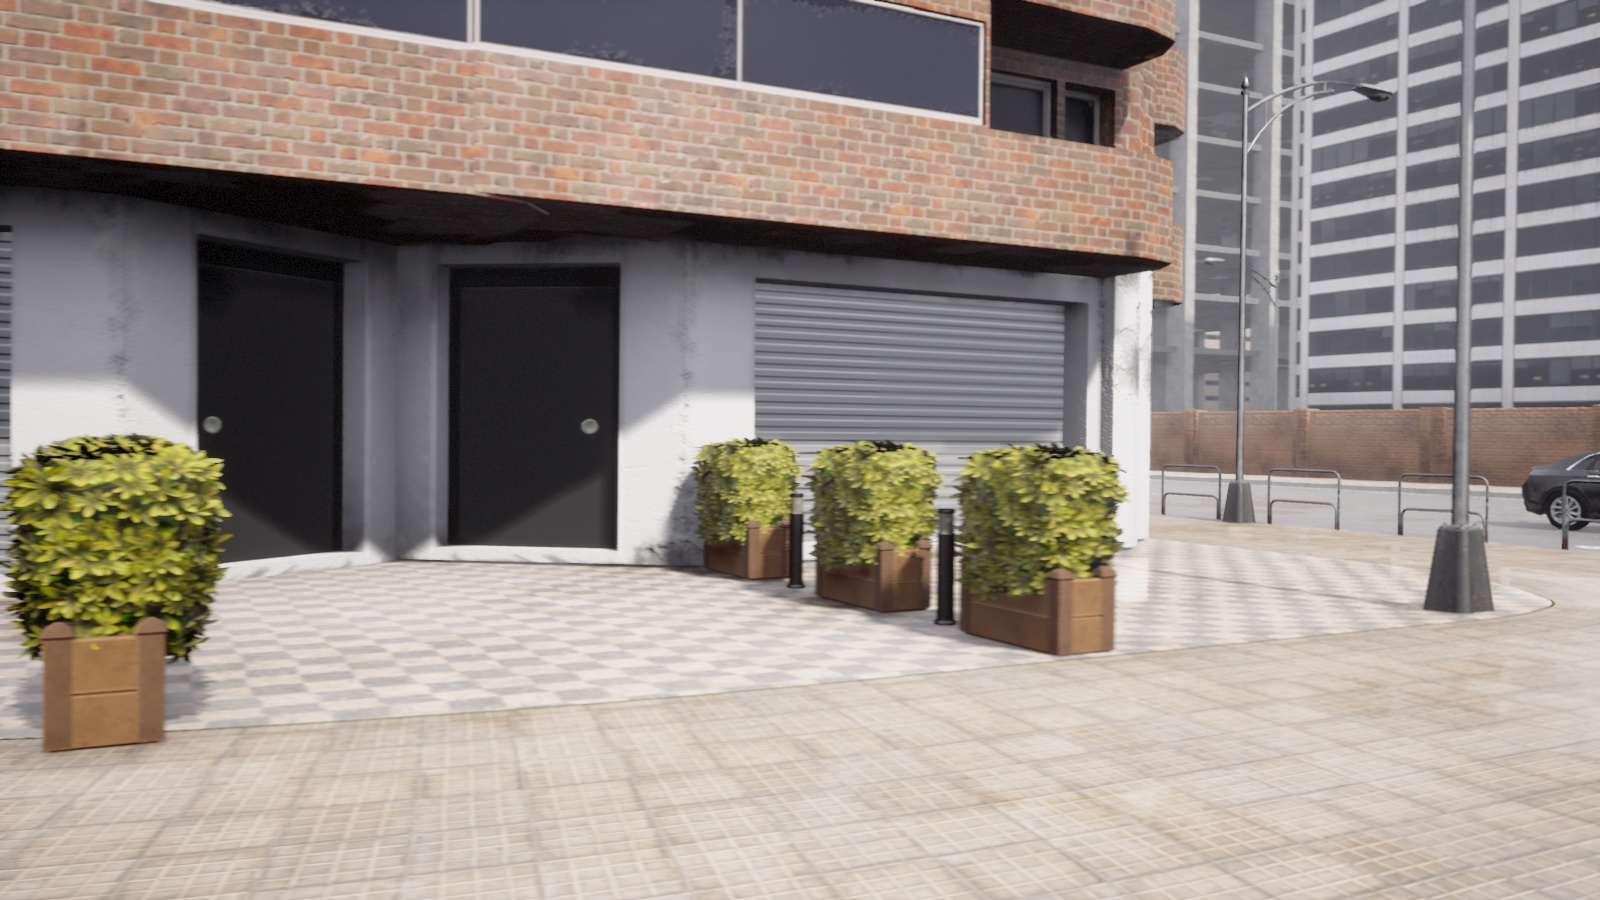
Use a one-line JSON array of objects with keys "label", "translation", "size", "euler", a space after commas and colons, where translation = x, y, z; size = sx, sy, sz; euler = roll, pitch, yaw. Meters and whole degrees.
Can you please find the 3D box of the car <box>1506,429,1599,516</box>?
[{"label": "car", "translation": [14.841, 0.380, 21.165], "size": [1.837, 1.490, 4.892], "euler": [-1, 1, -28]}]
